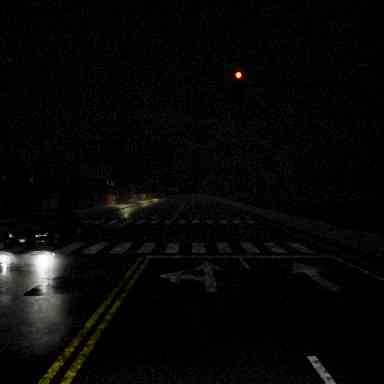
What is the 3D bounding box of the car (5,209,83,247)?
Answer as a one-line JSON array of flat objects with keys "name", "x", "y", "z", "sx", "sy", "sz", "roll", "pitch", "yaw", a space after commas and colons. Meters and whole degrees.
[{"name": "car", "x": -6.475, "y": 1.595, "z": 15.112, "sx": 1.837, "sy": 1.490, "sz": 4.892, "roll": 0, "pitch": 0, "yaw": 0}]
